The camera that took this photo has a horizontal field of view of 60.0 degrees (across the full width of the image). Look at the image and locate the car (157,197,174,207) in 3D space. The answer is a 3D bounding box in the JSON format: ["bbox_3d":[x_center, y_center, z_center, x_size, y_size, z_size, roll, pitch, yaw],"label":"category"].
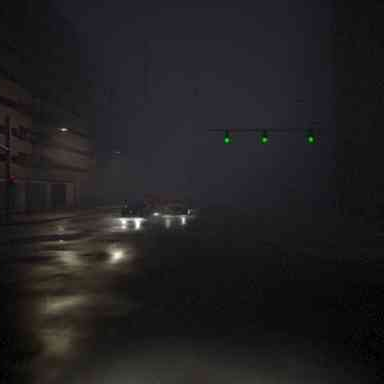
[{"bbox_3d":[-4.080,1.563,51.347,1.994,1.385,4.181,0,0,4],"label":"car"}]

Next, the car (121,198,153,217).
[{"bbox_3d":[-5.238,1.564,31.129,1.994,1.385,4.181,0,0,3],"label":"car"}]

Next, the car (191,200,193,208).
[{"bbox_3d":[-0.869,1.547,46.085,2.033,1.411,5.357,0,0,4],"label":"car"}]

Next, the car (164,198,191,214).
[{"bbox_3d":[-1.470,1.478,35.625,1.882,1.535,5.008,0,0,3],"label":"car"}]

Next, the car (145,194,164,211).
[{"bbox_3d":[-4.724,1.221,40.470,2.150,2.045,5.566,0,0,3],"label":"car"}]
